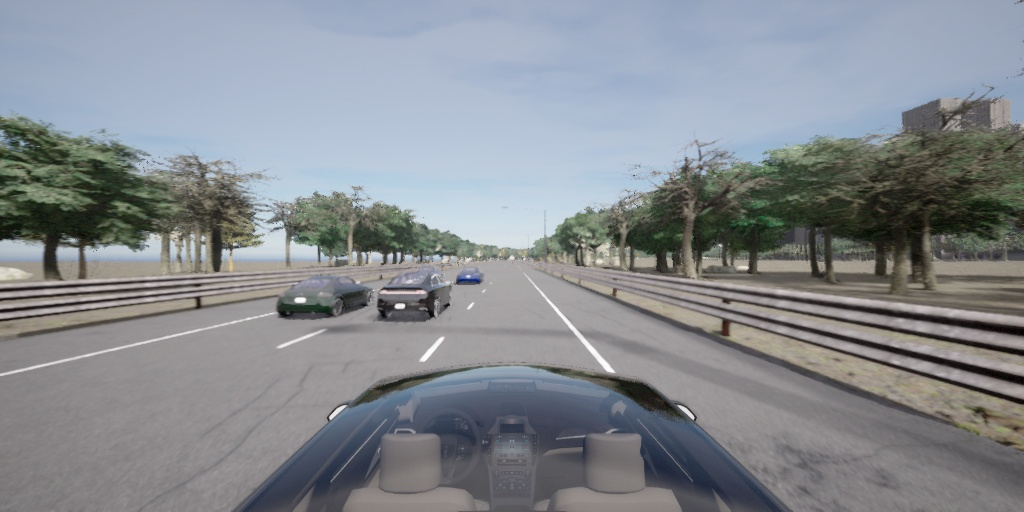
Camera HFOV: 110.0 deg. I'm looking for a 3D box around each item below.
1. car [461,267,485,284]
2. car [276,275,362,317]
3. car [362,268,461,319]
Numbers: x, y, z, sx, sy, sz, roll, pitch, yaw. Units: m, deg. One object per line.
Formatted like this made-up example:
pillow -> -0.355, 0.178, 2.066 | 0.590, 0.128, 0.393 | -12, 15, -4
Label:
car -> -3.401, 1.580, 29.935 | 1.994, 1.385, 4.181 | 0, -1, 0
car -> -6.901, 1.426, 13.703 | 1.994, 1.385, 4.181 | 0, -1, 0
car -> -3.401, 1.350, 13.332 | 2.128, 1.511, 4.902 | 0, -1, 0
